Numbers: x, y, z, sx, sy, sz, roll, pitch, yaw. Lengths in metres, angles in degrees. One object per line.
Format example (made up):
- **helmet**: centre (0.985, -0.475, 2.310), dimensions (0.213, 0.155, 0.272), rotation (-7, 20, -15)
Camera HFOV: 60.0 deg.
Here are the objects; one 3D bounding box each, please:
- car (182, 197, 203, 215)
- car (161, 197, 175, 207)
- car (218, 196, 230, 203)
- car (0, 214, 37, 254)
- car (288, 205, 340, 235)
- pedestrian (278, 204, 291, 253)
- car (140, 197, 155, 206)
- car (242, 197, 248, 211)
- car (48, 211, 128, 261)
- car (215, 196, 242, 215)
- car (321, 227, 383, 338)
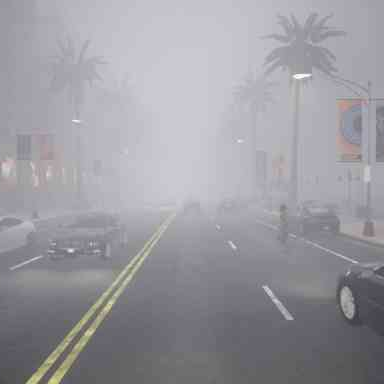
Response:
- **car**: centre (0.007, 1.503, 34.313), dimensions (1.837, 1.490, 4.892), rotation (0, 0, 0)
- **car**: centre (-3.709, 1.491, 51.163), dimensions (2.128, 1.511, 4.902), rotation (0, 0, 0)
- **car**: centre (6.719, 1.513, 69.909), dimensions (2.161, 1.482, 4.786), rotation (0, 0, 0)
- **car**: centre (-7.130, 1.526, 11.603), dimensions (1.812, 1.442, 4.674), rotation (0, 0, 0)
- **car**: centre (6.538, 1.481, 18.604), dimensions (2.231, 1.521, 4.892), rotation (0, 0, 0)
- **pedestrian**: centre (3.382, 1.294, 12.189), dimensions (0.375, 1.860, 0.375), rotation (0, 0, 0)
- **car**: centre (-7.197, 1.564, 54.126), dimensions (1.994, 1.385, 4.181), rotation (0, 0, 0)
- **car**: centre (6.470, 1.354, 47.979), dimensions (2.185, 1.767, 4.553), rotation (0, 0, 0)
- **car**: centre (-3.632, 1.505, 12.362), dimensions (1.837, 1.490, 4.892), rotation (0, 0, 0)
- **car**: centre (3.509, 1.352, 34.106), dimensions (2.097, 1.767, 4.553), rotation (0, 0, 0)
- **car**: centre (3.556, 1.505, 4.215), dimensions (1.837, 1.490, 4.892), rotation (0, 0, 0)
